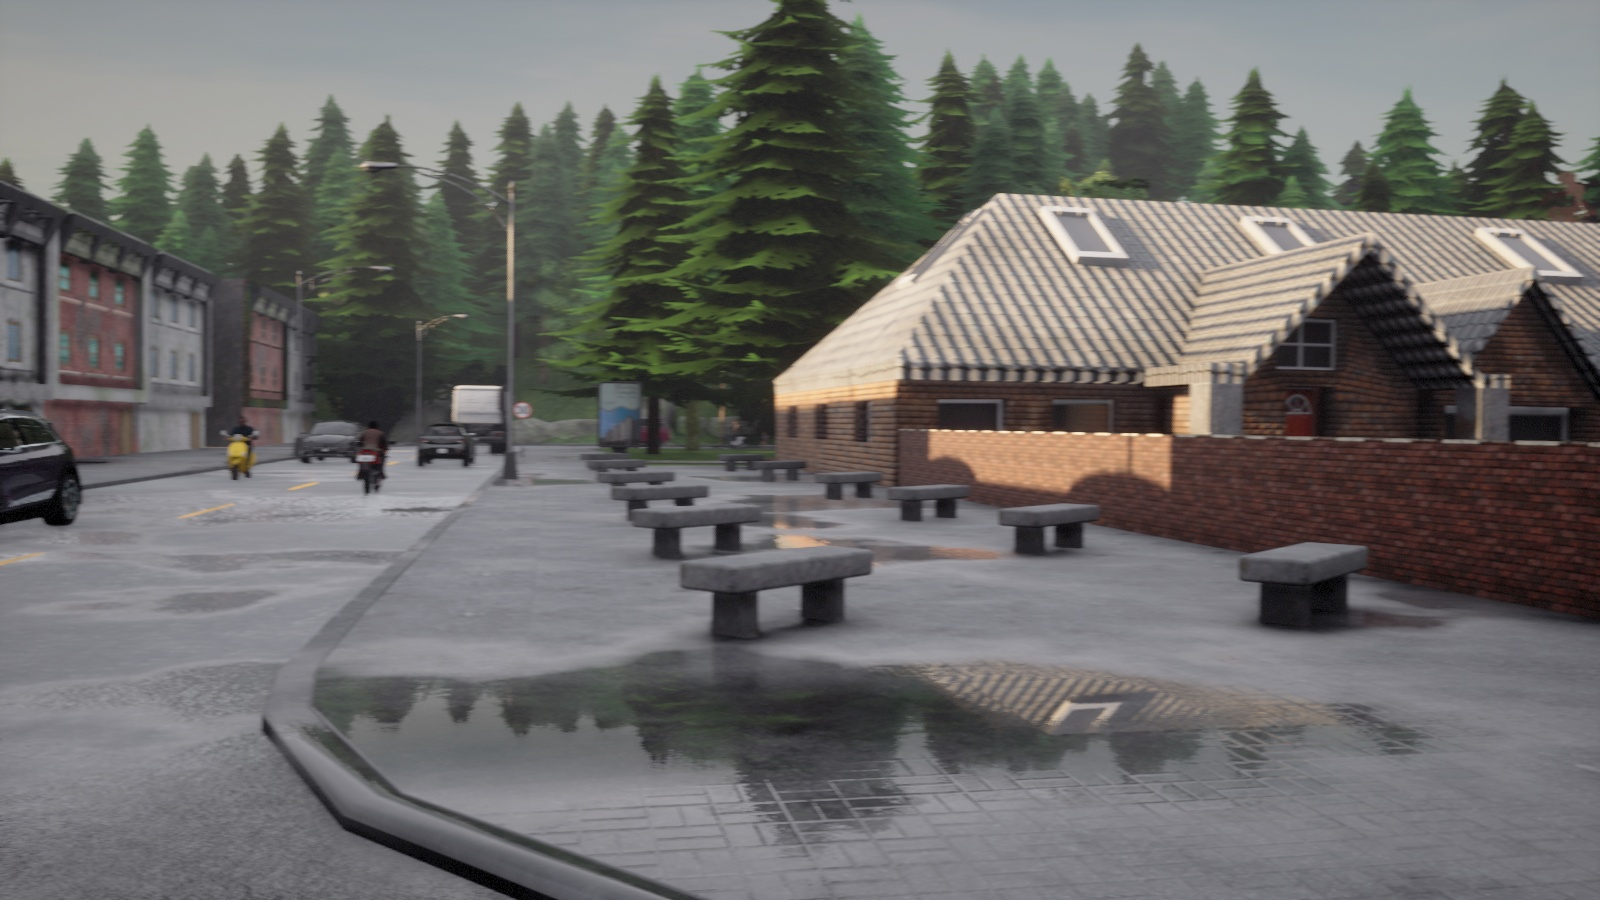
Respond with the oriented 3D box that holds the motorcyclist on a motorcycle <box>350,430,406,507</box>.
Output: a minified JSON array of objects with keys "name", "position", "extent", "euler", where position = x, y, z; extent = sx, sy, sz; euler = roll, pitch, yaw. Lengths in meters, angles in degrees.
[{"name":"motorcyclist on a motorcycle","position":[-8.676,0.348,25.902],"extent":[0.797,1.523,2.044],"euler":[-1,1,-11]}]

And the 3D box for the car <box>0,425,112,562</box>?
[{"name":"car","position":[-10.877,0.507,16.286],"extent":[2.033,1.649,4.856],"euler":[-1,1,-11]}]

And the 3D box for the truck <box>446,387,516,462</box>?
[{"name":"truck","position":[-15.795,-1.275,62.659],"extent":[2.891,3.462,7.936],"euler":[-1,1,-11]}]

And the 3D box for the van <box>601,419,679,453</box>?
[{"name":"van","position":[-9.875,-0.885,77.301],"extent":[4.442,1.987,1.775],"euler":[-1,1,-20]}]

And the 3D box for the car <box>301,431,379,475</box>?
[{"name":"car","position":[-16.493,0.062,45.254],"extent":[1.837,1.490,4.892],"euler":[-1,1,-11]}]

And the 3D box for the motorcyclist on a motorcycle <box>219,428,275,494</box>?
[{"name":"motorcyclist on a motorcycle","position":[-13.831,0.258,31.470],"extent":[0.866,1.590,1.817],"euler":[-1,1,-11]}]

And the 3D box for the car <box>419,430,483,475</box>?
[{"name":"car","position":[-12.208,0.052,44.163],"extent":[1.816,1.474,4.193],"euler":[-1,1,-11]}]
